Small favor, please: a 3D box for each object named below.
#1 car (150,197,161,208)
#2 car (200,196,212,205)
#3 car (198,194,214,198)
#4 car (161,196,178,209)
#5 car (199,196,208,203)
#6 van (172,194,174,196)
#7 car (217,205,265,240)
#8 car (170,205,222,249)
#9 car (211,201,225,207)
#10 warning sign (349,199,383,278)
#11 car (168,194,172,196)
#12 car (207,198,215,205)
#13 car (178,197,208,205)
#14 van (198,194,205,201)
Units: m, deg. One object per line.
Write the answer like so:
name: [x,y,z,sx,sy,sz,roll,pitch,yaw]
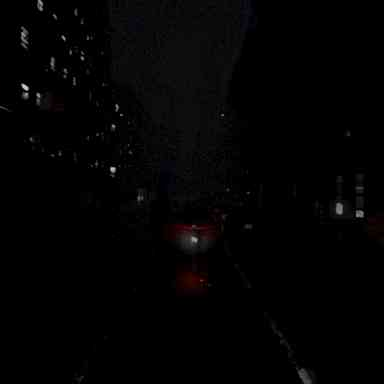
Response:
car: [-5.330,1.534,51.134,1.967,1.590,4.097,-1,0,0]
car: [2.553,1.558,62.229,1.967,1.590,4.097,-1,0,0]
car: [2.538,1.408,50.901,2.192,1.841,5.009,-1,0,0]
car: [-2.840,1.648,46.311,1.994,1.385,4.181,0,0,0]
car: [2.549,1.688,73.557,1.887,1.381,4.507,-1,0,0]
van: [-5.334,1.509,85.041,1.690,1.788,3.998,-1,0,0]
car: [2.522,1.595,16.914,1.947,1.339,4.313,-1,0,0]
car: [0.082,1.528,14.617,1.837,1.490,4.892,0,0,0]
car: [2.521,1.584,22.578,1.887,1.381,4.507,-1,0,0]
warning sign: [4.954,1.130,8.525,1.300,1.860,1.060,1,1,0]
car: [-5.331,1.558,62.437,1.967,1.590,4.097,-1,0,0]
car: [2.520,1.611,33.907,2.008,1.369,4.403,-1,0,0]
car: [0.083,1.545,30.568,2.128,1.511,4.902,0,0,0]
van: [2.545,1.522,90.551,1.690,1.788,3.998,-1,0,0]
